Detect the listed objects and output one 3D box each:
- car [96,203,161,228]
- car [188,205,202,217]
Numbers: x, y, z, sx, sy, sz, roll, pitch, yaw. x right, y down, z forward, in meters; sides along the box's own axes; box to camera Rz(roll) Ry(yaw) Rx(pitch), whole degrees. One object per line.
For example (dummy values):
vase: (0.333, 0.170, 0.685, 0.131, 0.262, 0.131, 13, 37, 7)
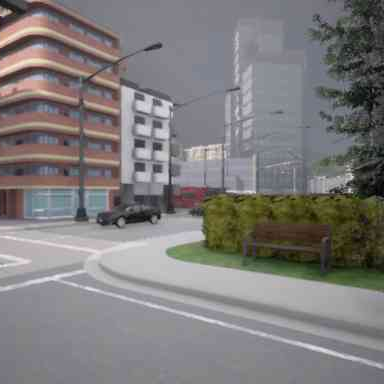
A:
car: (-4.219, 1.500, 22.689, 1.882, 1.535, 5.008, 0, 0, 36)
car: (1.863, 1.570, 31.122, 2.033, 1.411, 5.357, 0, 0, 36)
